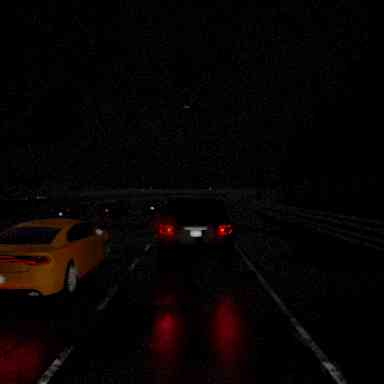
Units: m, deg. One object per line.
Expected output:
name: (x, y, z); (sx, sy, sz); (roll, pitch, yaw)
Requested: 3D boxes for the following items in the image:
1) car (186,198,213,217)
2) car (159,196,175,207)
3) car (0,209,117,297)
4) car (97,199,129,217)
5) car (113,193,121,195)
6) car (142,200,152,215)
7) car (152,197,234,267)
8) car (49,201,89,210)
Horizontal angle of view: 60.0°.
car: (0.781, 1.319, 30.649); (2.128, 1.511, 4.902); (0, 0, 6)
car: (-3.487, 1.327, 46.915); (1.994, 1.385, 4.181); (0, 0, 0)
car: (-3.498, 1.431, 8.511); (1.882, 1.535, 5.008); (0, 0, 0)
car: (-6.891, 1.319, 29.380); (1.882, 1.535, 5.008); (0, 0, 0)
car: (-20.974, 1.291, 92.682); (2.150, 2.045, 5.566); (0, -1, 0)
car: (-3.491, 1.394, 31.420); (1.994, 1.385, 4.181); (0, 0, 0)
car: (0.103, 1.160, 11.318); (2.150, 2.045, 5.566); (0, 0, 0)
car: (-10.392, 1.447, 28.530); (1.895, 1.301, 4.718); (0, 0, 0)
